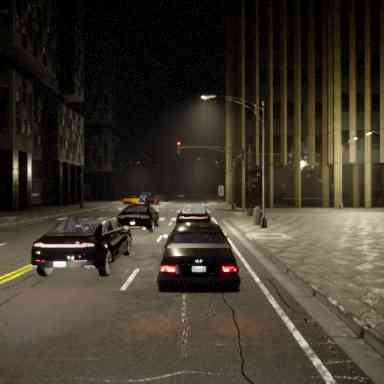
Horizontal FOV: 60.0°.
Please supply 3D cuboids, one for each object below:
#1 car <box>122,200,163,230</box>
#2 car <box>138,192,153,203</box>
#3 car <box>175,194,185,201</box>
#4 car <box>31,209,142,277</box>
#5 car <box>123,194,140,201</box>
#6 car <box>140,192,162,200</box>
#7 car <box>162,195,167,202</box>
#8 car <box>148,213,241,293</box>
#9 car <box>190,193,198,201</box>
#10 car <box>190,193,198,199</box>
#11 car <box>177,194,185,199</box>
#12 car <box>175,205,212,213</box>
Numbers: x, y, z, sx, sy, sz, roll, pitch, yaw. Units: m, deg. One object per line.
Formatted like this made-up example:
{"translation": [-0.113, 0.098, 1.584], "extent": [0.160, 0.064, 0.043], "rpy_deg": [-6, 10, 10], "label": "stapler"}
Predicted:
{"translation": [-3.051, 1.458, 19.631], "extent": [1.882, 1.535, 5.008], "rpy_deg": [0, 0, 0], "label": "car"}
{"translation": [-9.402, 1.044, 67.867], "extent": [2.150, 2.045, 5.566], "rpy_deg": [0, 1, 0], "label": "car"}
{"translation": [-2.850, 1.307, 77.142], "extent": [2.128, 1.511, 4.902], "rpy_deg": [0, 0, 0], "label": "car"}
{"translation": [-3.099, 1.485, 10.255], "extent": [2.128, 1.511, 4.902], "rpy_deg": [0, 0, 0], "label": "car"}
{"translation": [-9.572, 1.368, 52.161], "extent": [1.882, 1.535, 5.008], "rpy_deg": [0, 0, 0], "label": "car"}
{"translation": [-6.323, 1.243, 52.208], "extent": [2.097, 1.767, 4.553], "rpy_deg": [0, 0, 0], "label": "car"}
{"translation": [-6.172, 1.392, 67.271], "extent": [1.994, 1.385, 4.181], "rpy_deg": [0, 0, 1], "label": "car"}
{"translation": [0.145, 1.543, 8.980], "extent": [2.033, 1.411, 5.357], "rpy_deg": [0, 0, 0], "label": "car"}
{"translation": [0.400, 1.282, 77.124], "extent": [1.837, 1.490, 4.892], "rpy_deg": [0, 0, 0], "label": "car"}
{"translation": [0.455, 1.107, 87.546], "extent": [2.128, 1.511, 4.902], "rpy_deg": [0, 0, 0], "label": "car"}
{"translation": [-2.795, 1.177, 87.594], "extent": [1.895, 1.301, 4.718], "rpy_deg": [0, 0, 0], "label": "car"}
{"translation": [0.095, 1.473, 18.724], "extent": [2.128, 1.511, 4.902], "rpy_deg": [0, 0, 0], "label": "car"}
